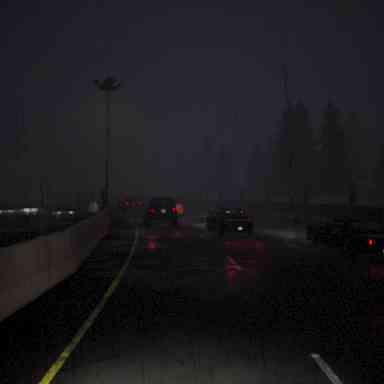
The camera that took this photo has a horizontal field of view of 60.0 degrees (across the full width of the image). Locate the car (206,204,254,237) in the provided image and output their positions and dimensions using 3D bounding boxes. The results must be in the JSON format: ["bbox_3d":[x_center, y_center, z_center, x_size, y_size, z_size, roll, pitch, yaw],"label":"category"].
[{"bbox_3d":[2.054,1.649,19.230,2.128,1.511,4.902,0,0,-9],"label":"car"}]

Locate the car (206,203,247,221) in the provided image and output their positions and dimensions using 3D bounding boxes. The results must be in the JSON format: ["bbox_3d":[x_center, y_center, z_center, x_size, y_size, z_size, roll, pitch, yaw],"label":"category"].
[{"bbox_3d":[3.085,1.801,31.204,2.033,1.411,5.357,0,0,-15],"label":"car"}]

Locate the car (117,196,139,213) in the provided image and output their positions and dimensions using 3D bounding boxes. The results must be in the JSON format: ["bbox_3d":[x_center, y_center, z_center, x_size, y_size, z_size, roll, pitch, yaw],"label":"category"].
[{"bbox_3d":[-7.896,1.520,41.643,2.150,2.045,5.566,0,-1,-22],"label":"car"}]

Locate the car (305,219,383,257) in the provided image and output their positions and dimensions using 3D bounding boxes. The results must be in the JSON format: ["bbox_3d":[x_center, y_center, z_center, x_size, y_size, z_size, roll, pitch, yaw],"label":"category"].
[{"bbox_3d":[6.391,1.727,13.446,1.895,1.301,4.718,0,0,-5],"label":"car"}]

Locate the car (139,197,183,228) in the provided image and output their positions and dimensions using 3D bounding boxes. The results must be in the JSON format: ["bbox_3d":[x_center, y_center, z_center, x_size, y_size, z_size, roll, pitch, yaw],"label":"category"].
[{"bbox_3d":[-2.416,1.396,24.262,2.150,2.045,5.566,0,-2,-12],"label":"car"}]
